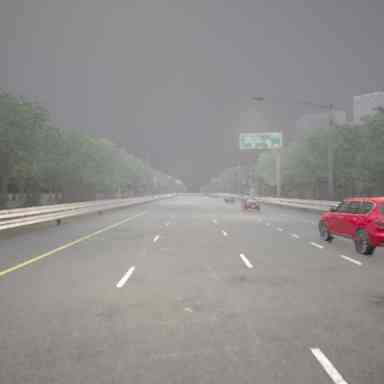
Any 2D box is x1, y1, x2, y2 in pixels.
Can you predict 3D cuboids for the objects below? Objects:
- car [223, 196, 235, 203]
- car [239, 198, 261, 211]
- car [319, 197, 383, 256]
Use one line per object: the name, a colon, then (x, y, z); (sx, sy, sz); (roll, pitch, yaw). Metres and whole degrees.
car: (7.228, 1.445, 65.353); (2.128, 1.511, 4.902); (0, 0, 0)
car: (7.110, 1.514, 40.790); (1.812, 1.442, 4.674); (0, 0, 0)
car: (7.016, 1.221, 13.247); (2.150, 2.045, 5.566); (0, 0, 0)
